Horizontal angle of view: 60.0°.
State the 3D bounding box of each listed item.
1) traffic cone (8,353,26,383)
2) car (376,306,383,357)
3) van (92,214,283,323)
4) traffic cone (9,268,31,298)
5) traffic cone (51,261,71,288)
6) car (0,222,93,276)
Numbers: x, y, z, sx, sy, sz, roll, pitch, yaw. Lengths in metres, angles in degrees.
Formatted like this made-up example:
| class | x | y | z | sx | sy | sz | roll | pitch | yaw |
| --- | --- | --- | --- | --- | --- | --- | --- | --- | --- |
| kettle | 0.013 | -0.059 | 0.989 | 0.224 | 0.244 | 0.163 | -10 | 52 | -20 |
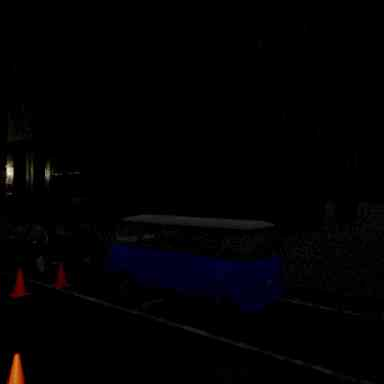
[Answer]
| class | x | y | z | sx | sy | sz | roll | pitch | yaw |
| --- | --- | --- | --- | --- | --- | --- | --- | --- | --- |
| traffic cone | -1.828 | 1.982 | 3.467 | 0.340 | 0.580 | 0.340 | 0 | -1 | 37 |
| car | 4.414 | 1.508 | 3.763 | 4.097 | 1.590 | 1.967 | 0 | -1 | 37 |
| van | -0.103 | 1.413 | 7.117 | 3.998 | 1.788 | 1.690 | 0 | -1 | 37 |
| traffic cone | -3.848 | 2.008 | 7.457 | 0.340 | 0.580 | 0.340 | 0 | -1 | 37 |
| traffic cone | -3.252 | 2.019 | 8.260 | 0.340 | 0.580 | 0.340 | 0 | -1 | 37 |
| car | -4.622 | 1.627 | 10.466 | 4.403 | 1.369 | 2.008 | 0 | -1 | 37 |
